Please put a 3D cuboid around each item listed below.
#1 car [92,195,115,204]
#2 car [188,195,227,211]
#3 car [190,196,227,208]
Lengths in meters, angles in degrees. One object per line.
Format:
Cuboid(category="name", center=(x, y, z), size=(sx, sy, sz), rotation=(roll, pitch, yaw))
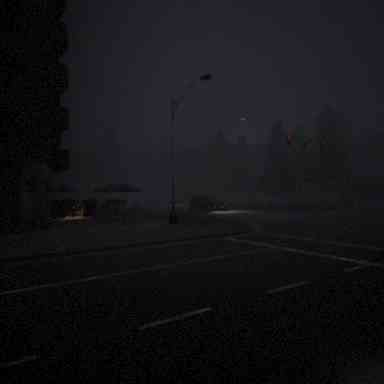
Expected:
Cuboid(category="car", center=(-13.064, 1.183, 49.460), size=(4.674, 1.442, 1.812), rotation=(-1, 0, 27))
Cuboid(category="car", center=(1.537, 1.113, 34.335), size=(1.837, 1.490, 4.892), rotation=(-1, 2, -36))
Cuboid(category="car", center=(1.893, 1.154, 40.329), size=(1.895, 1.301, 4.718), rotation=(-1, 1, -36))
